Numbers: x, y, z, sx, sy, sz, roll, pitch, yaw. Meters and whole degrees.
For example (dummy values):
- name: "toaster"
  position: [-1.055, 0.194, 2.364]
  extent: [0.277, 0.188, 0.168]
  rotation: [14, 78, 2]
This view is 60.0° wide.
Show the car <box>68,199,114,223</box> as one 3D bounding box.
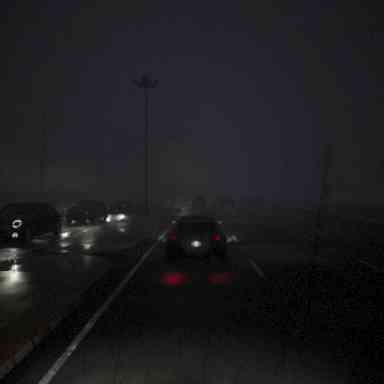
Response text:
- name: "car"
  position: [-7.537, 1.352, 24.398]
  extent: [1.882, 1.535, 5.008]
  rotation: [0, 0, 1]

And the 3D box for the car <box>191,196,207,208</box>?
- name: "car"
  position: [0.899, 1.338, 42.795]
  extent: [2.033, 1.411, 5.357]
  rotation: [0, 0, 1]

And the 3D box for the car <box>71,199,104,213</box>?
- name: "car"
  position: [-10.792, 1.422, 34.824]
  extent: [1.895, 1.301, 4.718]
  rotation: [0, 0, 1]

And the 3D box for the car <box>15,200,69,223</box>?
- name: "car"
  position: [-11.027, 1.395, 24.887]
  extent: [1.812, 1.442, 4.674]
  rotation: [0, 0, 1]

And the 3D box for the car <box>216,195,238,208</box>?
- name: "car"
  position: [4.400, 1.298, 42.794]
  extent: [1.837, 1.490, 4.892]
  rotation: [0, 0, 1]

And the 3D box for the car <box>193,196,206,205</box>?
- name: "car"
  position: [1.151, 1.301, 53.771]
  extent: [1.994, 1.385, 4.181]
  rotation: [0, 0, 1]

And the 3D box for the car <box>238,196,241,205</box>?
- name: "car"
  position: [8.146, 1.308, 53.506]
  extent: [1.994, 1.385, 4.181]
  rotation: [0, 0, 1]

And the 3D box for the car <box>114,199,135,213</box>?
- name: "car"
  position: [-7.299, 1.426, 34.485]
  extent: [1.895, 1.301, 4.718]
  rotation: [0, 0, 1]

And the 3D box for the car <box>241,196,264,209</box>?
- name: "car"
  position: [7.897, 1.275, 42.645]
  extent: [1.882, 1.535, 5.008]
  rotation: [0, 0, 1]

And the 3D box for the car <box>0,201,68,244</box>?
- name: "car"
  position: [-7.813, 1.270, 15.354]
  extent: [2.097, 1.767, 4.553]
  rotation: [0, 0, 2]

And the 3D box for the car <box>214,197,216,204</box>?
- name: "car"
  position: [4.643, 1.234, 53.453]
  extent: [2.128, 1.511, 4.902]
  rotation: [0, 0, 1]

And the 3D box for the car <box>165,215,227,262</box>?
- name: "car"
  position: [0.170, 1.505, 11.912]
  extent: [1.994, 1.385, 4.181]
  rotation: [0, 0, 1]
